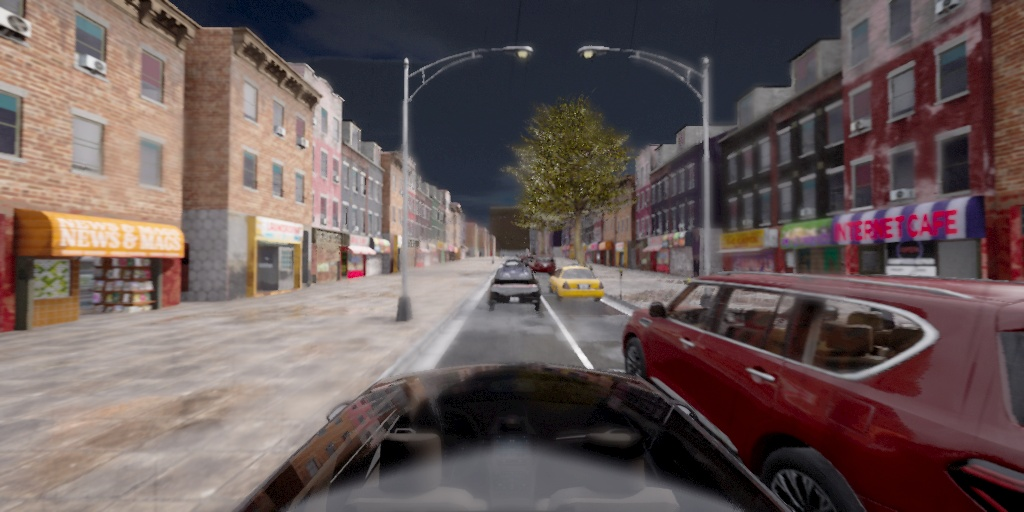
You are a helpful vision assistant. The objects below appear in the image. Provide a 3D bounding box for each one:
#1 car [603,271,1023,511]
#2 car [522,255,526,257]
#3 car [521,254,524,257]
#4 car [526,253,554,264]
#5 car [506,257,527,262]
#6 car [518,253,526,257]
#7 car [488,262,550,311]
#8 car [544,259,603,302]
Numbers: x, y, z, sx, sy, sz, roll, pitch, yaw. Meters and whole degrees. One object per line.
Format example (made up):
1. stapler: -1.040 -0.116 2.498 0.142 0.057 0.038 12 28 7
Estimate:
1. car: 2.639 1.059 3.435 2.192 1.841 5.009 0 0 0
2. car: 2.632 0.862 47.903 1.948 1.339 4.313 0 0 0
3. car: 2.631 0.779 53.459 1.948 1.339 4.313 0 0 0
4. car: 2.635 0.826 31.233 2.192 1.841 5.009 0 0 0
5. car: 0.090 1.046 30.397 1.812 1.442 4.674 0 1 0
6. car: 2.629 0.361 64.565 2.192 1.841 5.009 0 0 0
7. car: 0.092 1.168 13.992 2.128 1.511 4.902 0 0 0
8. car: 2.748 1.113 16.272 1.801 1.575 5.366 0 0 0
